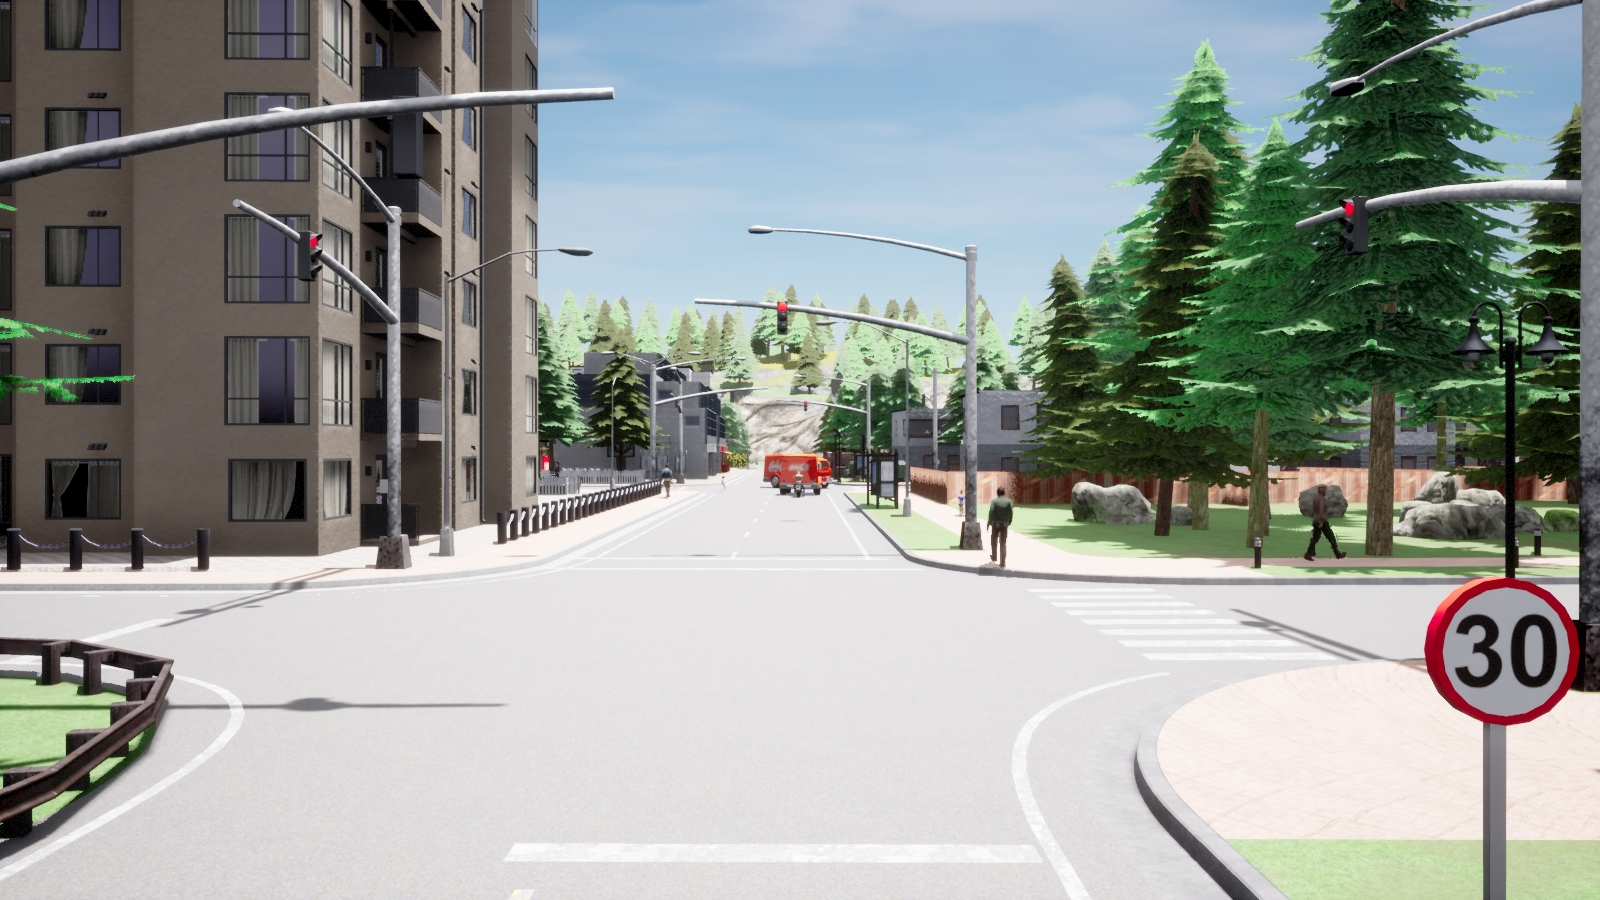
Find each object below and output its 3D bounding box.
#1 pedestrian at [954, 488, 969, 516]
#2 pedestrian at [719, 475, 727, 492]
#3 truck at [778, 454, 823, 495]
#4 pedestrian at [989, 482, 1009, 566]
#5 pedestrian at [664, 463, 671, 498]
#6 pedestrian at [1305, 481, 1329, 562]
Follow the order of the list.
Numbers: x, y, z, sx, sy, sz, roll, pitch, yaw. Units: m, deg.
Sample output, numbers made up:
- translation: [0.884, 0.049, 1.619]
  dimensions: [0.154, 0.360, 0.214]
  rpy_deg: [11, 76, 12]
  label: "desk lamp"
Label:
- translation: [6.312, 2.031, 44.616]
  dimensions: [0.500, 1.100, 0.500]
  rpy_deg: [0, 0, -1]
  label: "pedestrian"
- translation: [-5.034, 2.171, 74.785]
  dimensions: [0.500, 1.100, 0.500]
  rpy_deg: [0, 0, -3]
  label: "pedestrian"
- translation: [0.071, 1.506, 71.518]
  dimensions: [2.627, 2.467, 5.204]
  rpy_deg: [0, 0, 3]
  label: "truck"
- translation: [4.466, 1.661, 25.611]
  dimensions: [0.375, 1.860, 0.375]
  rpy_deg: [0, 0, -1]
  label: "pedestrian"
- translation: [-7.164, 1.640, 61.778]
  dimensions: [0.375, 1.860, 0.375]
  rpy_deg: [0, 0, -7]
  label: "pedestrian"
- translation: [11.957, 1.647, 26.423]
  dimensions: [0.375, 1.860, 0.375]
  rpy_deg: [0, 0, -8]
  label: "pedestrian"
